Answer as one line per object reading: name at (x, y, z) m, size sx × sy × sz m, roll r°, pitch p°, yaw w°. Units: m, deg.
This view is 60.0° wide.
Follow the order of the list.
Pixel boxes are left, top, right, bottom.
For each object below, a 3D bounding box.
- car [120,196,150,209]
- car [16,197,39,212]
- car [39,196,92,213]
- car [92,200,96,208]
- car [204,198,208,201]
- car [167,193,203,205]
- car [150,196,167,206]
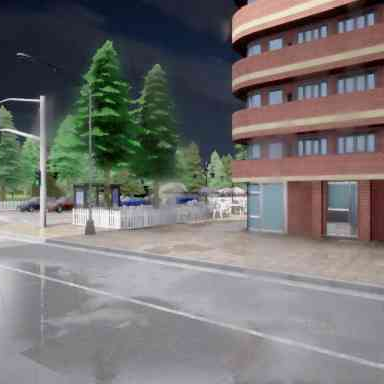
car at (-8.237, 1.422, 43.557) m, size 1.882 × 1.535 × 5.008 m, roll 0°, pitch 0°, yaw 37°
car at (-17.130, 1.296, 37.251) m, size 2.097 × 1.767 × 4.553 m, roll 0°, pitch 0°, yaw 35°
car at (-13.645, 1.296, 36.113) m, size 2.097 × 1.767 × 4.553 m, roll 0°, pitch 0°, yaw 36°
car at (-12.095, 1.508, 44.222) m, size 1.994 × 1.385 × 4.181 m, roll 0°, pitch 0°, yaw 35°
car at (0.862, 1.508, 58.197) m, size 4.181 × 1.385 × 1.994 m, roll 0°, pitch 0°, yaw -36°
car at (-1.415, 1.166, 51.748) m, size 5.566 × 2.045 × 2.150 m, roll 0°, pitch 0°, yaw -44°
car at (-6.674, 1.448, 51.036) m, size 1.837 × 1.490 × 4.892 m, roll 0°, pitch 0°, yaw 41°
